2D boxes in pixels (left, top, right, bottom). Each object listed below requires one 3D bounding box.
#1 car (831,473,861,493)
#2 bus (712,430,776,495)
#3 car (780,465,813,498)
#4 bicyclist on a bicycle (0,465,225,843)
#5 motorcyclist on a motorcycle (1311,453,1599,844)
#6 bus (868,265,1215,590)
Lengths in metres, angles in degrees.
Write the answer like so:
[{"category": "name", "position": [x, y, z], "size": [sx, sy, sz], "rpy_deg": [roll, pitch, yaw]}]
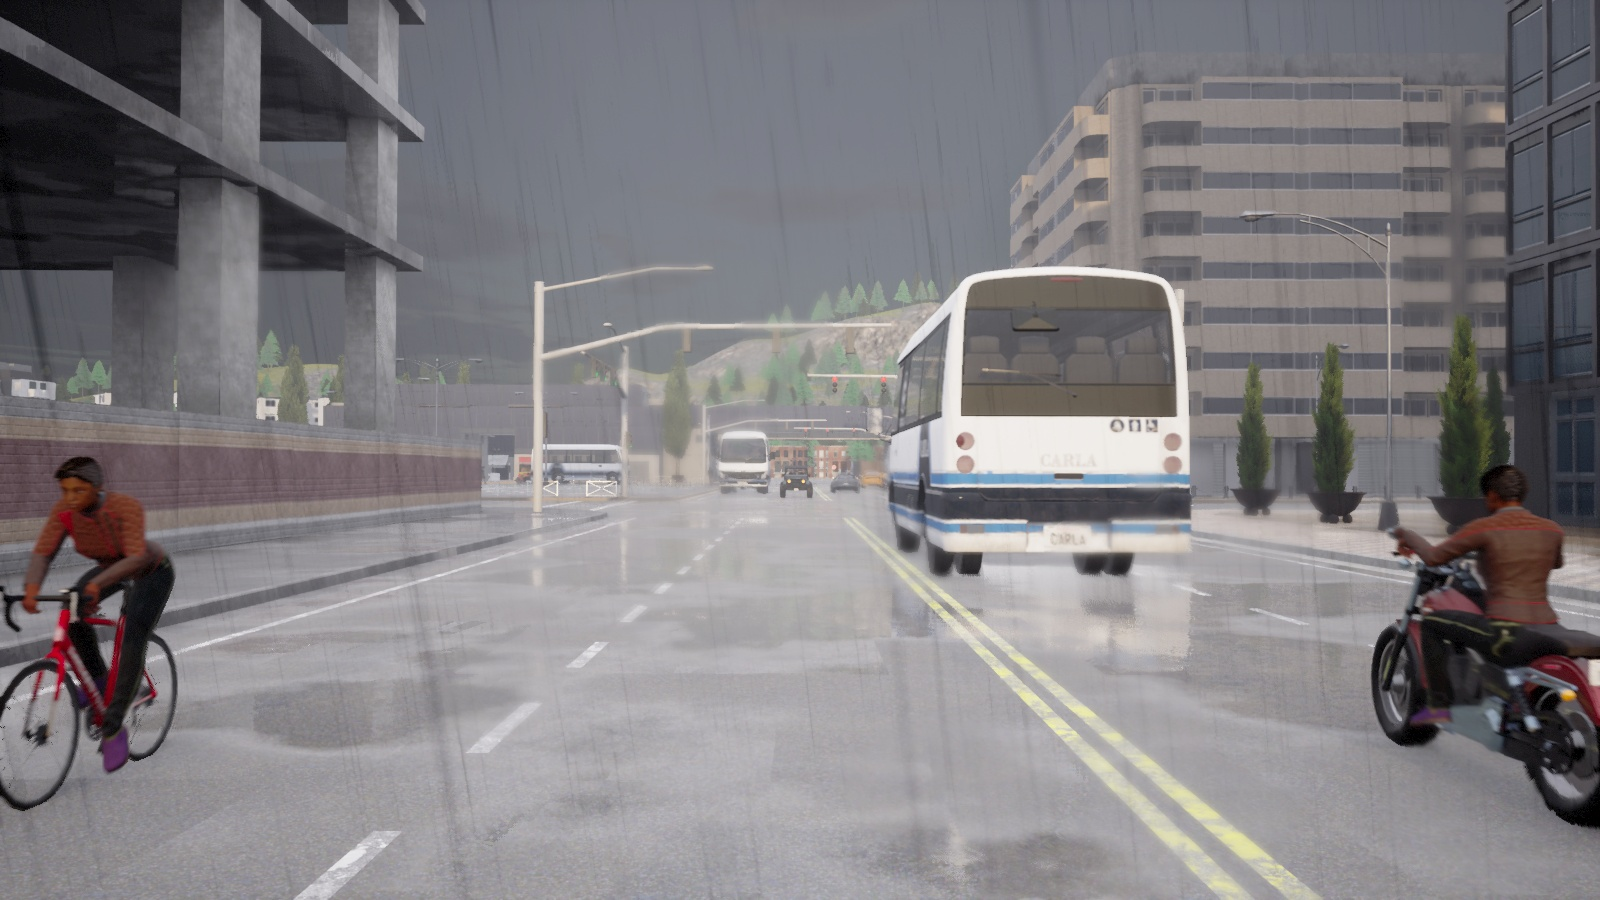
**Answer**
[{"category": "car", "position": [3.254, 2.368, 89.701], "size": [1.994, 1.385, 4.181], "rpy_deg": [0, -1, 0]}, {"category": "bus", "position": [-3.743, 0.907, 86.780], "size": [3.944, 4.253, 10.273], "rpy_deg": [0, -1, 0]}, {"category": "car", "position": [-0.204, 1.853, 74.108], "size": [1.905, 1.878, 3.866], "rpy_deg": [0, -1, 0]}, {"category": "bicyclist on a bicycle", "position": [-3.518, 0.886, 6.218], "size": [0.582, 1.620, 1.656], "rpy_deg": [0, -1, 0]}, {"category": "motorcyclist on a motorcycle", "position": [3.491, 0.860, 6.482], "size": [0.766, 1.649, 2.350], "rpy_deg": [0, -1, 1]}, {"category": "bus", "position": [3.435, -0.214, 21.601], "size": [3.944, 4.253, 10.273], "rpy_deg": [0, -1, 0]}]
